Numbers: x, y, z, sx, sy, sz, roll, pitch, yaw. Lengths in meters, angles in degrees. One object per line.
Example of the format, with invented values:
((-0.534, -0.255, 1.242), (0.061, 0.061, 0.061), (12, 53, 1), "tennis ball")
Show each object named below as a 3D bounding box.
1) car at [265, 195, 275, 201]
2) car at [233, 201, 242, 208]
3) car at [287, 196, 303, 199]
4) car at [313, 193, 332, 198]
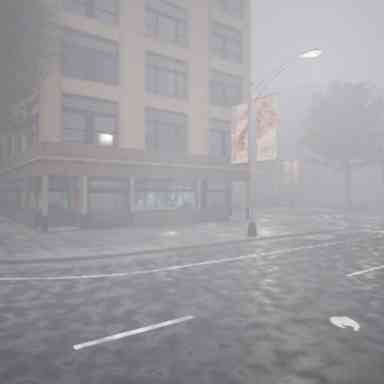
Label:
((18.861, 1.609, 84.477), (2.161, 1.482, 4.786), (0, 0, -36), "car")
((5.395, 1.703, 50.268), (1.895, 1.301, 4.718), (0, 0, -35), "car")
((28.516, 1.694, 90.921), (1.895, 1.301, 4.718), (0, 0, -36), "car")
((29.333, 1.529, 76.988), (2.002, 1.452, 4.674), (0, 0, -36), "car")
